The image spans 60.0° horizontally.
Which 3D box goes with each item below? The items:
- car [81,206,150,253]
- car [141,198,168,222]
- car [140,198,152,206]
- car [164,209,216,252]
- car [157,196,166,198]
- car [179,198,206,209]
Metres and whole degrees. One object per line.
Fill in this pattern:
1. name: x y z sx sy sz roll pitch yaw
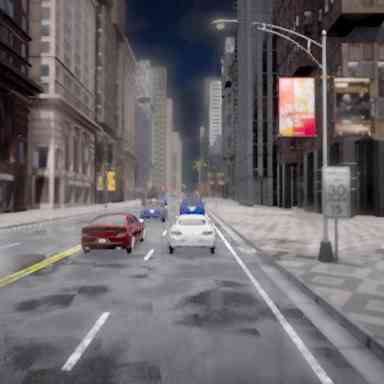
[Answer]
1. car: -3.243 1.620 14.488 1.882 1.535 5.008 0 0 0
2. car: -3.242 1.639 29.087 2.097 1.767 4.553 0 -1 0
3. car: -9.732 2.177 70.992 1.882 1.535 5.008 0 -1 0
4. car: 0.007 1.667 14.386 1.812 1.442 4.674 0 0 0
5. car: -6.482 1.925 70.962 2.150 2.045 5.566 0 -1 0
6. car: 0.007 1.505 29.028 2.150 2.045 5.566 0 0 0
